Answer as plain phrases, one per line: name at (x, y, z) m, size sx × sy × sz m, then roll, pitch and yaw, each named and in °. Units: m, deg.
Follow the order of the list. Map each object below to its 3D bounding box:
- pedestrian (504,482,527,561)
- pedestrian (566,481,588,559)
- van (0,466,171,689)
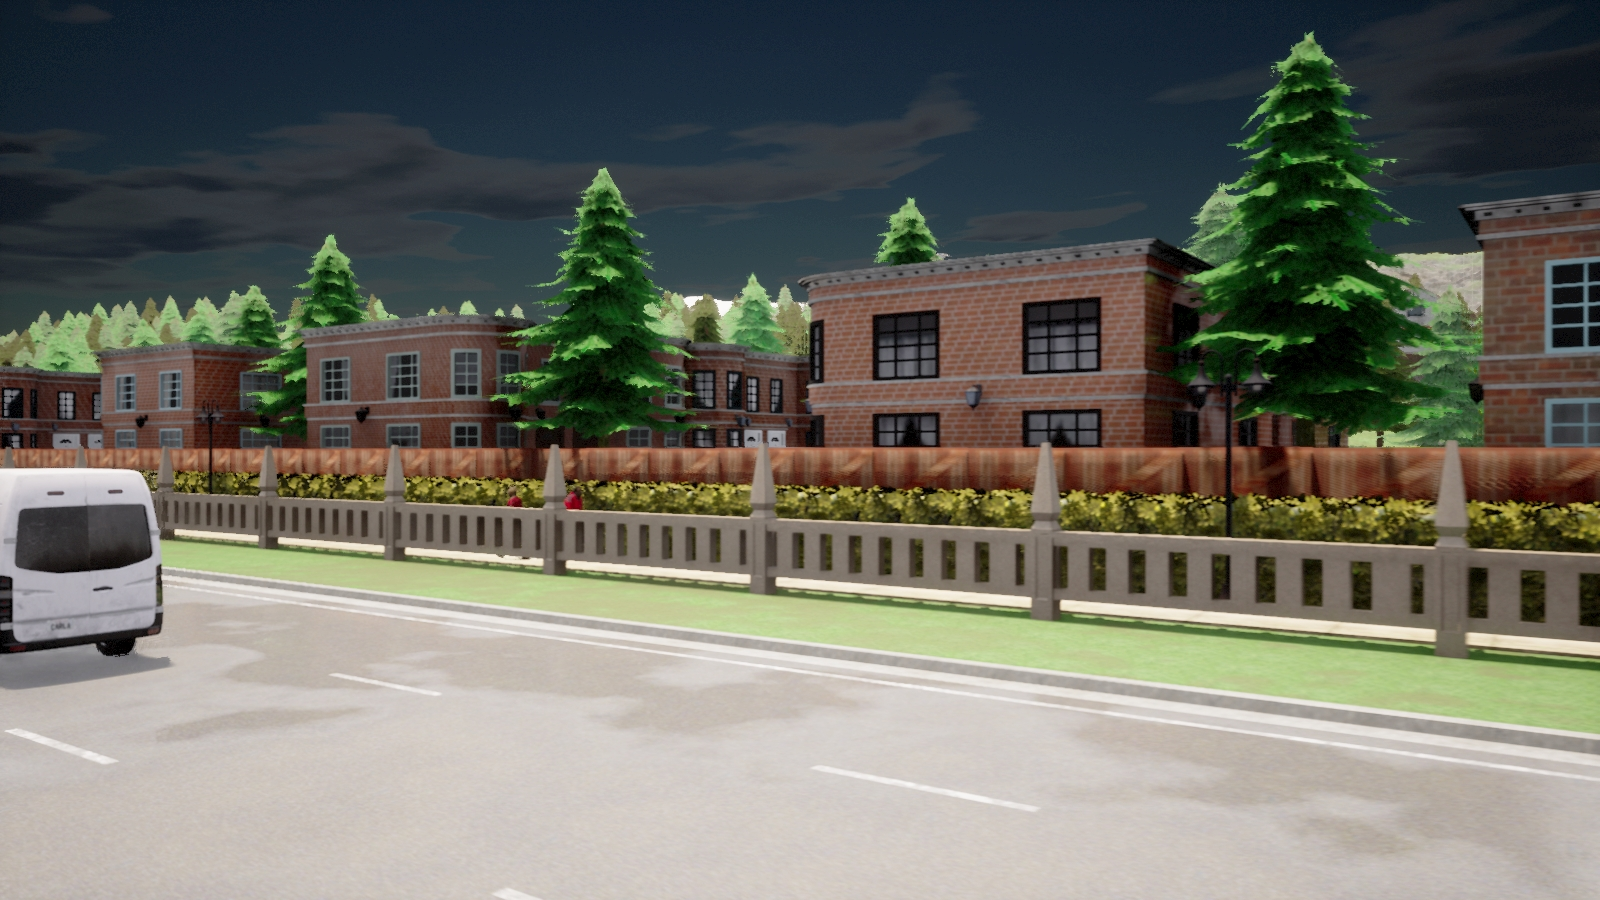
pedestrian at (-6.818, 1.703, 27.343) m, size 0.375 × 1.860 × 0.375 m, roll 0°, pitch 0°, yaw 29°
pedestrian at (-5.416, 1.702, 27.789) m, size 0.375 × 1.860 × 0.375 m, roll 0°, pitch 0°, yaw 27°
van at (-11.283, 1.535, 15.951) m, size 5.915 × 2.561 × 1.988 m, roll 0°, pitch 0°, yaw 35°
